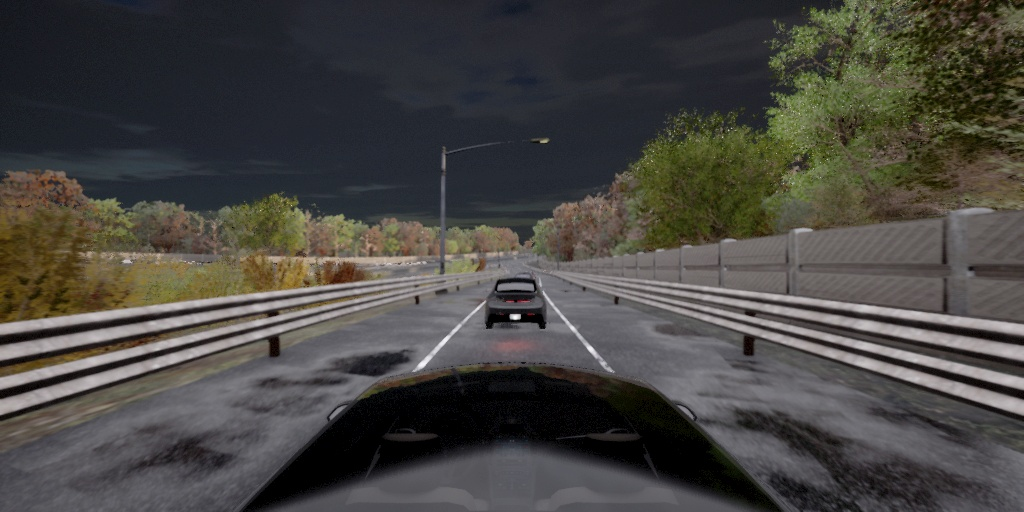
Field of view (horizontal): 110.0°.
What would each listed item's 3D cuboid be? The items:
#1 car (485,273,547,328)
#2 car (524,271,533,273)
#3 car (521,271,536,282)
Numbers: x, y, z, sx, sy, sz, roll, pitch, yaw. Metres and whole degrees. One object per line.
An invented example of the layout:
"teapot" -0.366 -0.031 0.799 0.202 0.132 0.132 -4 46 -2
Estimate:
"car" 0.151 1.497 12.357 1.837 1.490 4.892 0 -1 1
"car" 1.019 2.176 31.200 2.033 1.411 5.357 0 -2 3
"car" 2.358 2.856 50.800 1.994 1.385 4.181 0 -2 4
